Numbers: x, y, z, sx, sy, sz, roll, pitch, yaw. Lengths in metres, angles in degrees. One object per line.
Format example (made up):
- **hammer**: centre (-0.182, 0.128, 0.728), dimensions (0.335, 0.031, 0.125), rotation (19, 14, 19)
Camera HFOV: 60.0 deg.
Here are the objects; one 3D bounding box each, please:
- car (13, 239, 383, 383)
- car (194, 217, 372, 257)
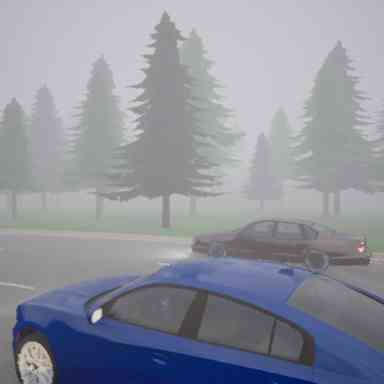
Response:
- **car**: centre (0.167, 1.470, 3.510), dimensions (5.008, 1.535, 1.882), rotation (0, 0, 32)
- **car**: centre (2.676, 1.531, 10.570), dimensions (5.357, 1.411, 2.033), rotation (0, 0, 28)
